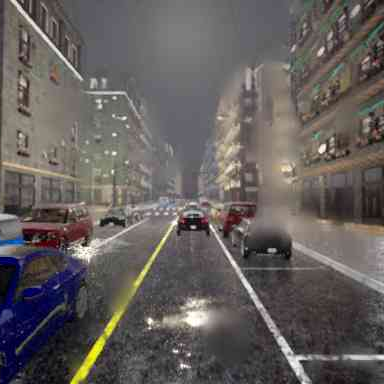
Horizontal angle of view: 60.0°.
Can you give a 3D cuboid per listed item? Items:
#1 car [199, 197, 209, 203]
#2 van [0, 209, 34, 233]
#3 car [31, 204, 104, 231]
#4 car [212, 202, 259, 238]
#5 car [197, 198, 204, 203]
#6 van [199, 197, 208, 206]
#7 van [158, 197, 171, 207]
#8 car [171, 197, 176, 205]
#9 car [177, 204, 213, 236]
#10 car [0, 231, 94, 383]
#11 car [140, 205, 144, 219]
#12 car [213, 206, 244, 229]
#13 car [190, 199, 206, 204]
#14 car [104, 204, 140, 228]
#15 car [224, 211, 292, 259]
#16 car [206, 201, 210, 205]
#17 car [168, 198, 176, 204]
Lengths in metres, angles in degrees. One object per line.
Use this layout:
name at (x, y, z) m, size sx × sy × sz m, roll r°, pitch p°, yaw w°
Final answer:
car at (2.508, 2.097, 62.310) m, size 1.887 × 1.381 × 4.507 m, roll 1°, pitch -1°, yaw 0°
van at (-5.294, 1.399, 7.166) m, size 1.690 × 1.788 × 3.998 m, roll 2°, pitch 0°, yaw 0°
car at (-5.301, 1.417, 12.832) m, size 2.192 × 1.841 × 5.009 m, roll 2°, pitch 0°, yaw 0°
car at (2.571, 1.462, 18.501) m, size 2.192 × 1.841 × 5.009 m, roll 2°, pitch 0°, yaw 0°
car at (2.464, 2.489, 95.524) m, size 1.947 × 1.339 × 4.313 m, roll 1°, pitch -1°, yaw 0°
van at (2.498, 2.009, 73.384) m, size 1.690 × 1.788 × 3.998 m, roll 1°, pitch -1°, yaw 0°
van at (-5.366, 1.895, 62.396) m, size 1.690 × 1.788 × 3.998 m, roll 2°, pitch -1°, yaw 0°
car at (-5.393, 2.281, 78.997) m, size 2.008 × 1.369 × 4.403 m, roll 2°, pitch -1°, yaw 0°
car at (0.076, 1.681, 19.568) m, size 1.812 × 1.442 × 4.674 m, roll 0°, pitch -1°, yaw 0°
car at (-2.849, 1.563, 4.618) m, size 1.812 × 1.442 × 4.674 m, roll 0°, pitch 0°, yaw 0°
car at (-5.330, 1.793, 29.823) m, size 2.008 × 1.369 × 4.403 m, roll 2°, pitch 0°, yaw 0°
car at (2.556, 1.775, 24.163) m, size 1.802 × 1.307 × 4.206 m, roll 2°, pitch 0°, yaw 0°
car at (0.063, 1.700, 30.030) m, size 1.801 × 1.575 × 5.366 m, roll 0°, pitch -1°, yaw 0°
car at (-5.323, 1.759, 24.159) m, size 1.947 × 1.339 × 4.313 m, roll 2°, pitch 0°, yaw 0°
car at (2.571, 1.652, 12.834) m, size 2.008 × 1.369 × 4.403 m, roll 2°, pitch 0°, yaw 0°
car at (2.550, 1.768, 29.998) m, size 1.752 × 1.417 × 4.829 m, roll 2°, pitch -1°, yaw 0°
car at (-5.408, 2.423, 90.069) m, size 1.947 × 1.339 × 4.313 m, roll 2°, pitch -1°, yaw 0°
